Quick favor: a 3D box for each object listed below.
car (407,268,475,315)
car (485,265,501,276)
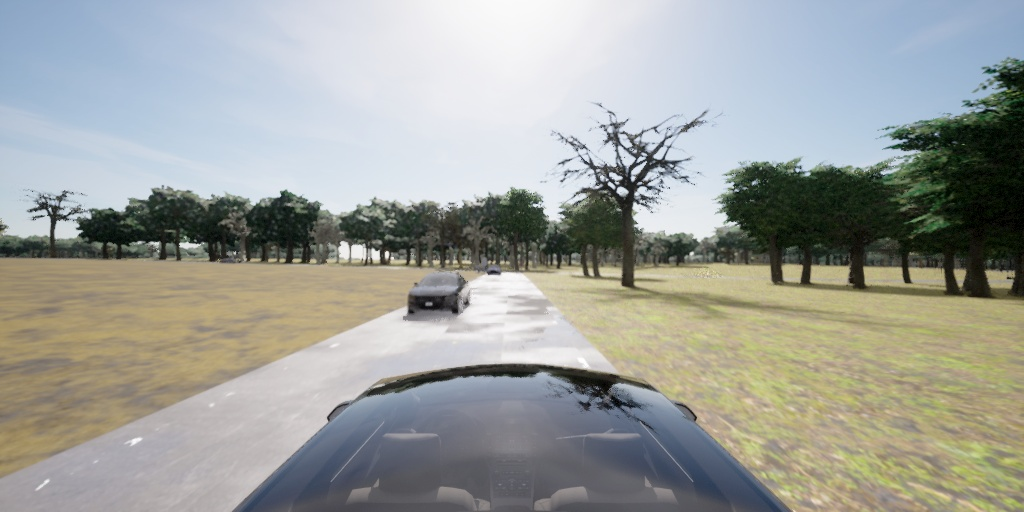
[{"bbox_3d":[-2.852,1.419,14.816,1.882,1.535,5.008,0,-1,0],"label":"car"},{"bbox_3d":[-2.813,2.162,56.857,2.097,1.767,4.553,0,-1,0],"label":"car"}]
